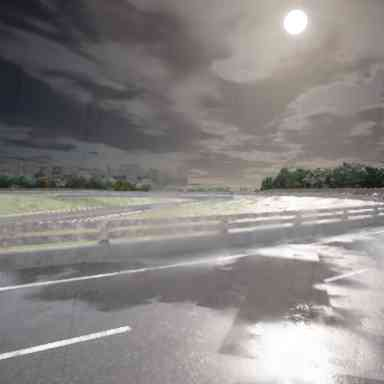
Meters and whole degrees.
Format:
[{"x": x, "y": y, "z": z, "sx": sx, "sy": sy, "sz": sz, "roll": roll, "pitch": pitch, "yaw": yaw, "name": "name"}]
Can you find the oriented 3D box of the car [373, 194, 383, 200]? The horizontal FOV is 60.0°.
[{"x": 44.662, "y": 1.205, "z": 77.384, "sx": 1.812, "sy": 1.442, "sz": 4.674, "roll": 0, "pitch": 0, "yaw": 7, "name": "car"}]
